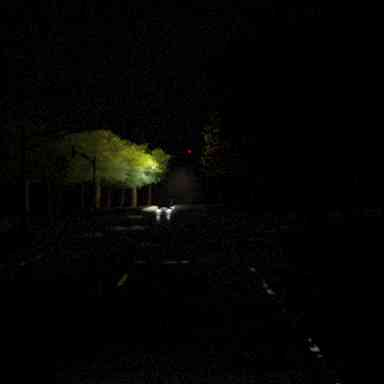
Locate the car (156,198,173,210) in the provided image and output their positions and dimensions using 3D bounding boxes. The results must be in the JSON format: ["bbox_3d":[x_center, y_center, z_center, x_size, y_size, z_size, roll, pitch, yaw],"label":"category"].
[{"bbox_3d":[-4.225,1.885,50.346,1.837,1.490,4.892,0,-1,-1],"label":"car"}]

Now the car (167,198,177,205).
[{"bbox_3d":[-4.848,2.358,81.107,2.097,1.767,4.553,0,-2,-1],"label":"car"}]

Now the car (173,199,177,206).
[{"bbox_3d":[-4.507,2.158,65.413,1.812,1.442,4.674,0,-1,-1],"label":"car"}]
